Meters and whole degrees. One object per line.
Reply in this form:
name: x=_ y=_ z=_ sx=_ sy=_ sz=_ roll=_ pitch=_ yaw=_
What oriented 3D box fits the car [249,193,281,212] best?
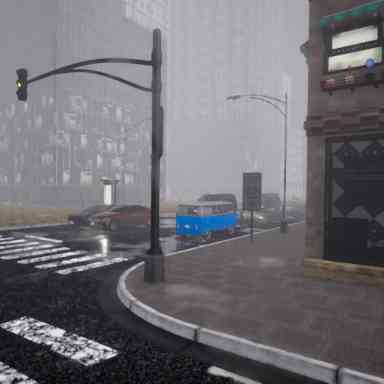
car: x=8.091 y=1.124 z=37.183 sx=2.150 sy=2.045 sz=5.566 roll=1 pitch=1 yaw=36

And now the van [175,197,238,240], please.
van: x=0.853 y=1.368 z=16.989 sx=1.690 sy=1.788 sz=3.998 roll=1 pitch=1 yaw=35

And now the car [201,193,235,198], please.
car: x=1.903 y=1.142 z=28.478 sx=2.150 sy=2.045 sz=5.566 roll=1 pitch=1 yaw=36

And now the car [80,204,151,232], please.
car: x=-4.043 y=1.466 z=20.096 sx=1.812 sy=1.442 sz=4.674 roll=1 pitch=1 yaw=37

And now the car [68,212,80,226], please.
car: x=-5.986 y=1.467 z=21.838 sx=1.947 sy=1.339 sz=4.313 roll=1 pitch=1 yaw=35

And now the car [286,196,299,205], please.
car: x=16.313 y=1.363 z=53.294 sx=1.752 sy=1.417 sz=4.829 roll=1 pitch=1 yaw=35

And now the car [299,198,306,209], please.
car: x=15.631 y=1.463 z=42.417 sx=1.812 sy=1.442 sz=4.674 roll=1 pitch=1 yaw=36
